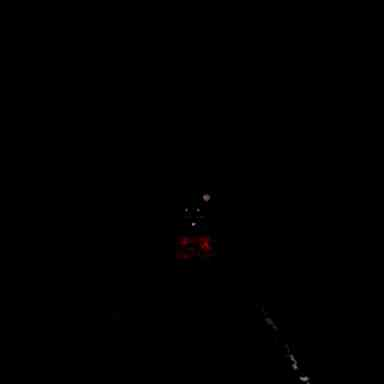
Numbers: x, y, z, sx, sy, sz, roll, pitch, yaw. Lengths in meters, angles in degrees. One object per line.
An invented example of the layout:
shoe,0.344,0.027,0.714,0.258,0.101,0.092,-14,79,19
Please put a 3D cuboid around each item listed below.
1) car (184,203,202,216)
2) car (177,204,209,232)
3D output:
car,0.070,1.936,37.239,1.895,1.301,4.718,0,-1,0
car,0.082,1.681,21.608,2.128,1.511,4.902,0,-1,0
